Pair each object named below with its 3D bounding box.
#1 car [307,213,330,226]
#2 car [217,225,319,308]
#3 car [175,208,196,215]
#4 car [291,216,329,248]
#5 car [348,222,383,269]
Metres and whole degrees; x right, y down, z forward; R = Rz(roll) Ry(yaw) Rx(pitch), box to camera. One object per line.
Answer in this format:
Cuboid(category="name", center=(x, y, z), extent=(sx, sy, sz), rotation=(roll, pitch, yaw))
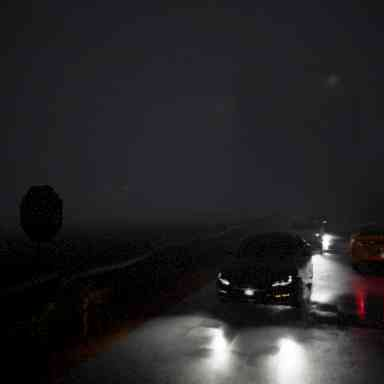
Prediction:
Cuboid(category="car", center=(10.355, 2.466, 27.644), extent=(1.895, 1.301, 4.718), rotation=(-3, -2, 24))
Cuboid(category="car", center=(2.189, 1.895, 9.102), extent=(1.837, 1.490, 4.892), rotation=(-3, -3, 25))
Cuboid(category="car", center=(-1.877, 5.050, 84.159), extent=(4.611, 1.667, 2.242), rotation=(-3, -2, 23))
Cuboid(category="car", center=(6.286, 2.249, 18.395), extent=(1.895, 1.301, 4.718), rotation=(-3, -3, 23))
Cuboid(category="car", center=(6.936, 1.848, 12.345), extent=(1.882, 1.535, 5.008), rotation=(-3, -3, 26))
